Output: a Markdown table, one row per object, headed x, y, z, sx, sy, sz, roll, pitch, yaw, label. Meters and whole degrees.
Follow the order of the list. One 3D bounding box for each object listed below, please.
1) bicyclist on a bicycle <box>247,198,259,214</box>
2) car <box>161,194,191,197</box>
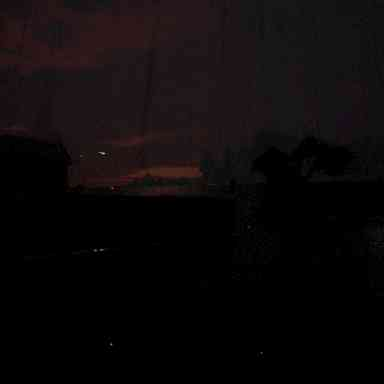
| x | y | z | sx | sy | sz | roll | pitch | yaw | label |
| --- | --- | --- | --- | --- | --- | --- | --- | --- | --- |
| 6.038 | 1.238 | 33.507 | 1.656 | 1.620 | 0.582 | -36 | 20 | -30 | bicyclist on a bicycle |
| -1.030 | 1.244 | 29.319 | 2.150 | 2.045 | 5.566 | 0 | 0 | -36 | car |
